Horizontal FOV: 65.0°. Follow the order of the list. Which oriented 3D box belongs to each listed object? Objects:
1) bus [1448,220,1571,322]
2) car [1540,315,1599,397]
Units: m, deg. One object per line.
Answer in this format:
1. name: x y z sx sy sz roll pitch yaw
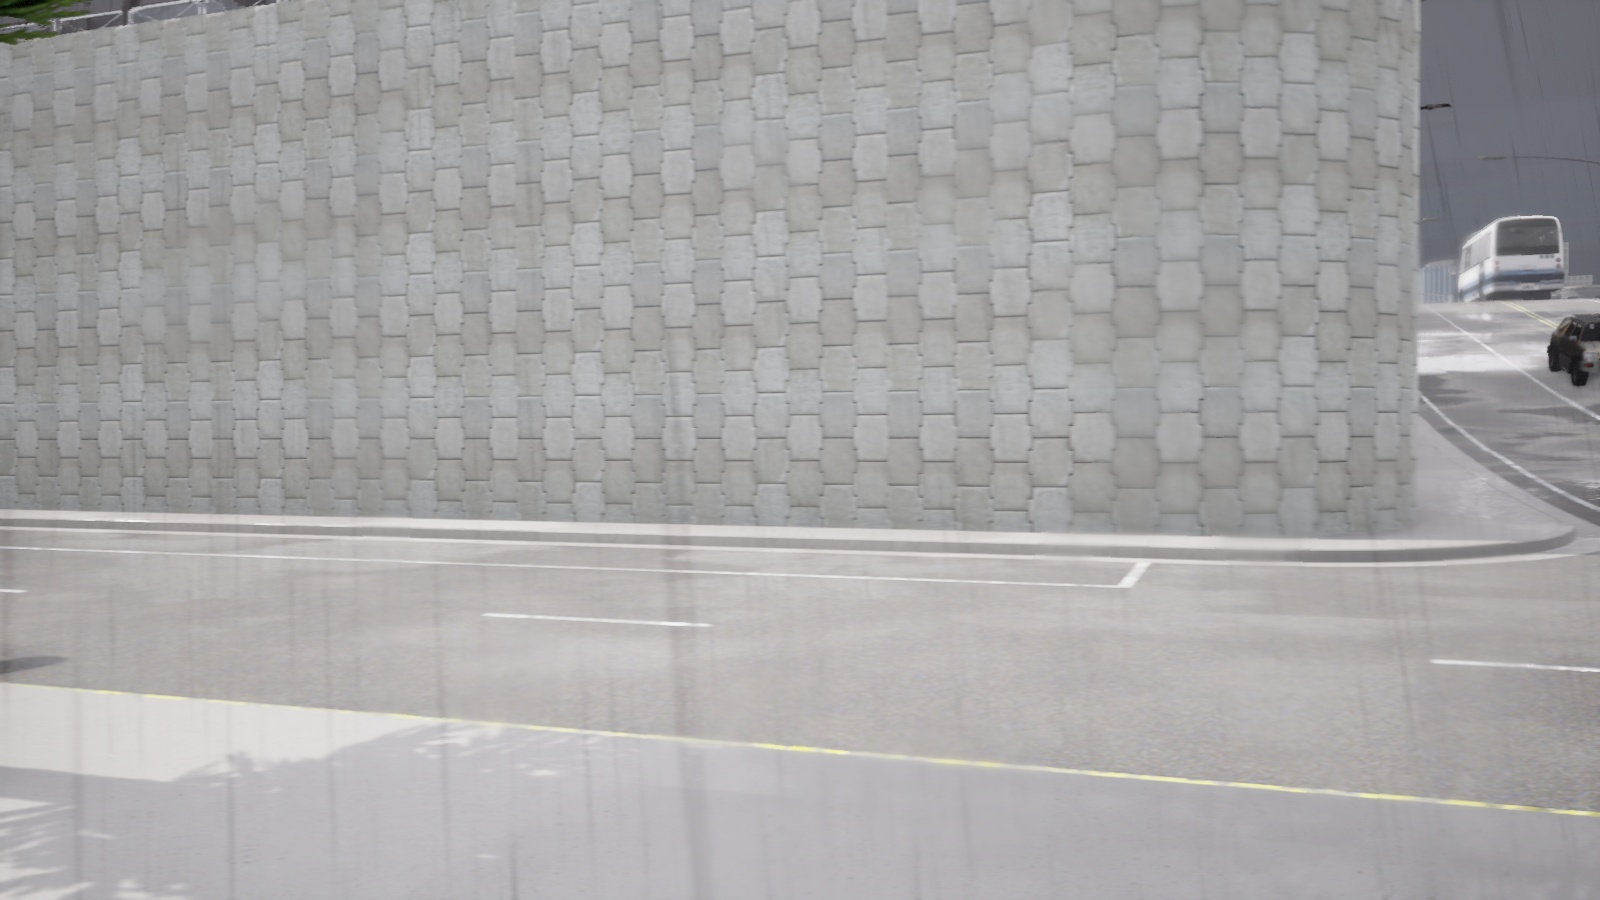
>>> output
1. bus: 38.073 -9.446 67.833 3.944 4.253 10.273 0 2 19
2. car: 24.360 -2.937 38.461 1.932 1.855 4.605 1 12 19
